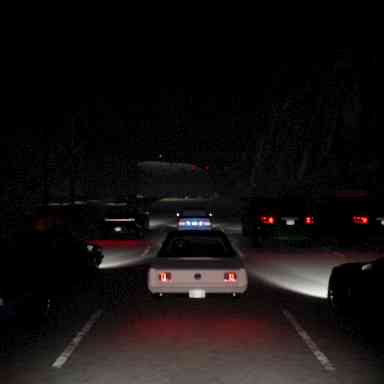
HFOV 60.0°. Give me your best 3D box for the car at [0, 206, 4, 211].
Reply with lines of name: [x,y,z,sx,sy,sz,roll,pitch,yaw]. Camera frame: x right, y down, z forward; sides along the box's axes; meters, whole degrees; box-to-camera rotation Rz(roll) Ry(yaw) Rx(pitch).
car: [-22.333,1.538,33.942,5.357,1.411,2.033,0,0,-2]

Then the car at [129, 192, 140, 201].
car: [-13.787,1.105,74.707,2.150,2.045,5.566,0,0,1]

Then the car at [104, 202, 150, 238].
car: [-3.373,1.484,17.529,2.128,1.511,4.902,0,0,0]

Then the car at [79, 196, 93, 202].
car: [-24.291,1.479,74.366,1.895,1.301,4.718,0,0,1]

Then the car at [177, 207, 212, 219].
car: [0.128,1.539,18.219,2.033,1.411,5.357,0,0,0]

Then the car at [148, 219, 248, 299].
car: [0.111,1.597,8.384,1.895,1.301,4.718,0,0,0]

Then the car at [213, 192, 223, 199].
car: [7.390,0.876,93.163,2.150,2.045,5.566,0,1,1]

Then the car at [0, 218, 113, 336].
car: [-3.391,1.544,6.953,2.033,1.411,5.357,0,0,0]

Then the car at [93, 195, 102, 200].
car: [-24.194,1.334,84.438,1.994,1.385,4.181,0,1,1]

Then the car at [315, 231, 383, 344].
car: [3.605,1.562,4.815,1.994,1.385,4.181,0,0,0]

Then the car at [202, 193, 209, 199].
car: [3.890,1.177,93.169,2.128,1.511,4.902,0,1,1]

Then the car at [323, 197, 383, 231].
car: [7.115,1.215,14.902,2.150,2.045,5.566,0,0,0]

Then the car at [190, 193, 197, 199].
car: [0.394,1.202,93.579,1.994,1.385,4.181,0,1,1]

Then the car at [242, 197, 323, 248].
car: [3.616,1.215,14.868,2.150,2.045,5.566,0,0,0]

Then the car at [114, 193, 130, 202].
car: [-13.880,1.435,64.614,1.837,1.490,4.892,0,0,0]

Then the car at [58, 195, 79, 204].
car: [-24.379,1.408,64.684,1.882,1.535,5.008,0,0,0]

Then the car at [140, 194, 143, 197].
car: [-13.690,1.299,84.887,1.812,1.442,4.674,0,1,1]

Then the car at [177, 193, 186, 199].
car: [-3.110,1.129,93.230,1.882,1.535,5.008,0,1,1]
